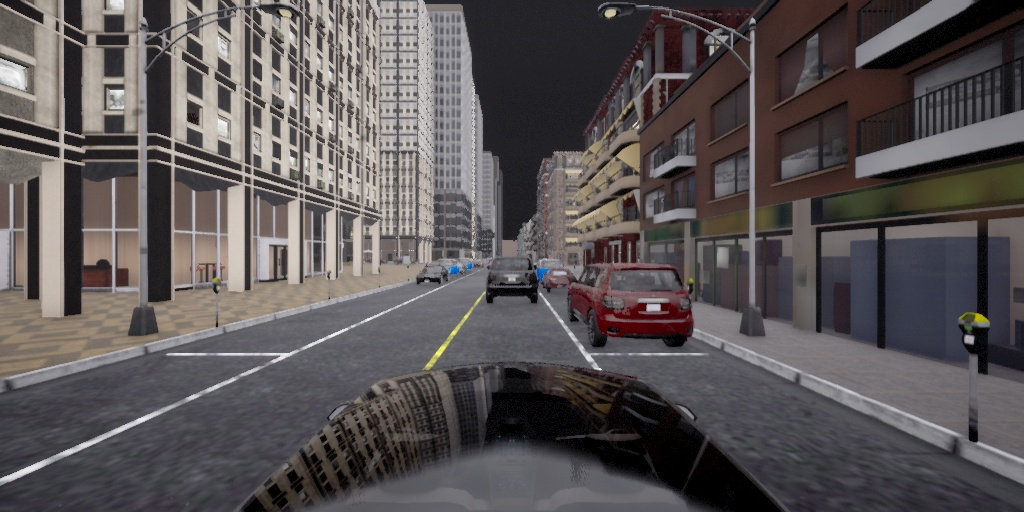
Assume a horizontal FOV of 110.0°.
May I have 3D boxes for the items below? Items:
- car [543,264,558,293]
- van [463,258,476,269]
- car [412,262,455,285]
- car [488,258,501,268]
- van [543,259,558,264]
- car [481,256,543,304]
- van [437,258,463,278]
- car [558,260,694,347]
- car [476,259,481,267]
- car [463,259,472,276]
[{"bbox_3d":[2.690,1.331,20.492,1.802,1.307,4.207,0,0,0],"label":"car"},{"bbox_3d":[-5.690,1.098,43.087,1.690,1.789,3.998,0,0,0],"label":"van"},{"bbox_3d":[-5.690,1.316,26.141,1.948,1.339,4.313,0,0,0],"label":"car"},{"bbox_3d":[-3.000,1.177,63.530,2.097,1.767,4.553,0,0,0],"label":"car"},{"bbox_3d":[2.691,1.091,26.141,1.690,1.789,3.998,0,0,0],"label":"van"},{"bbox_3d":[0.000,1.007,16.530,2.150,2.045,5.566,0,0,0],"label":"car"},{"bbox_3d":[-5.690,1.093,31.790,1.690,1.789,3.998,0,0,0],"label":"van"},{"bbox_3d":[2.691,1.062,9.195,2.192,1.841,5.009,0,0,0],"label":"car"},{"bbox_3d":[-5.690,1.209,60.033,1.967,1.591,4.097,0,0,0],"label":"car"},{"bbox_3d":[-5.690,1.305,37.438,2.007,1.370,4.403,0,0,0],"label":"car"}]
